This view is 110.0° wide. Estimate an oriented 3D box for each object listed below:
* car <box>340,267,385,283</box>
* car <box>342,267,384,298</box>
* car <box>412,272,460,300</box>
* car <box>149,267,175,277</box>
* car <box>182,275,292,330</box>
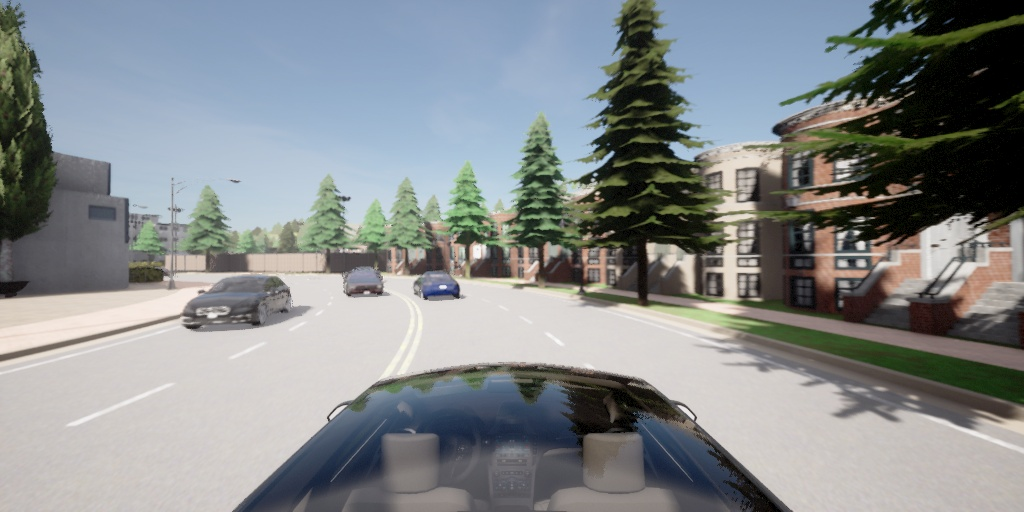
[{"bbox_3d":[-14.514,1.758,34.556,5.357,1.411,2.033,-1,-1,44],"label":"car"},{"bbox_3d":[-8.823,1.571,21.111,2.033,1.411,5.357,0,-1,-28],"label":"car"},{"bbox_3d":[-4.241,1.544,19.736,1.994,1.385,4.181,0,-1,-23],"label":"car"},{"bbox_3d":[-45.141,2.082,45.629,4.181,1.385,1.994,-1,-1,18],"label":"car"},{"bbox_3d":[-8.937,1.426,12.106,1.837,1.490,4.892,0,-1,-18],"label":"car"}]
